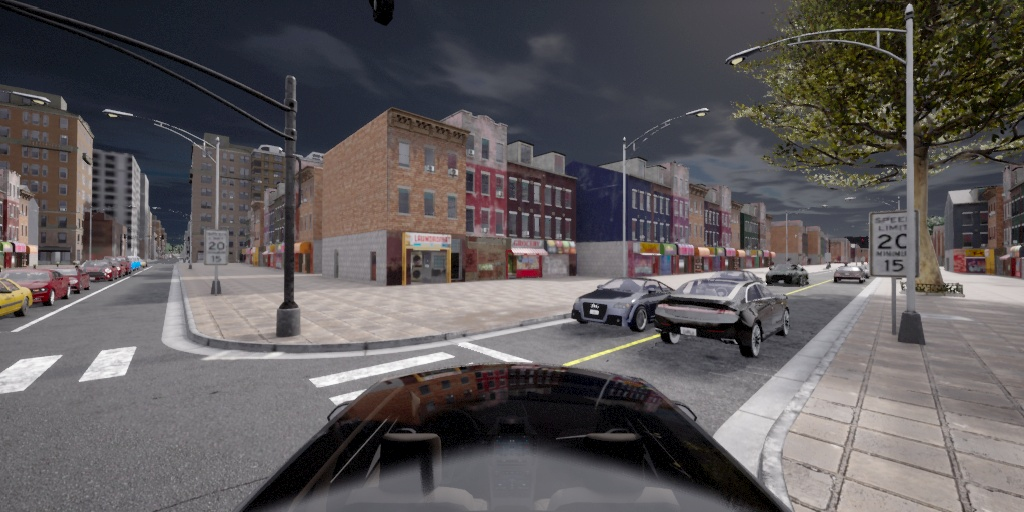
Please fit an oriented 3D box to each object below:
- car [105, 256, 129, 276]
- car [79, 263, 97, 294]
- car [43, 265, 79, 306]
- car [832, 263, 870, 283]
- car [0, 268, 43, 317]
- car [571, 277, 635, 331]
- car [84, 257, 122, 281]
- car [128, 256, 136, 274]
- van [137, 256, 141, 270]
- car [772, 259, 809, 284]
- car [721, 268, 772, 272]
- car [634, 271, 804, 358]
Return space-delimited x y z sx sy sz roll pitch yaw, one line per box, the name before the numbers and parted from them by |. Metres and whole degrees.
car | -34.454 1.037 30.514 1.967 1.591 4.097 0 0 -43
car | -22.951 1.211 18.248 1.802 1.307 4.207 0 0 -43
car | -19.117 1.189 14.159 1.888 1.381 4.507 0 0 -43
car | 29.308 1.551 31.117 5.357 1.411 2.033 1 -1 -43
car | -15.167 1.184 9.947 1.751 1.417 4.829 0 0 -43
car | 3.709 1.368 11.170 4.181 1.385 1.994 1 -1 -43
car | -30.620 1.046 26.425 1.967 1.591 4.097 0 0 -43
car | -38.288 0.903 34.603 2.192 1.841 5.009 0 0 -43
van | -45.957 0.914 42.780 1.690 1.789 3.998 0 0 -43
car | 21.008 1.311 27.321 4.553 1.767 2.097 1 -1 -43
car | 11.193 1.418 18.166 5.357 1.411 2.033 1 -1 -43
car | 5.234 1.283 8.695 4.902 1.511 2.128 1 -1 -43
